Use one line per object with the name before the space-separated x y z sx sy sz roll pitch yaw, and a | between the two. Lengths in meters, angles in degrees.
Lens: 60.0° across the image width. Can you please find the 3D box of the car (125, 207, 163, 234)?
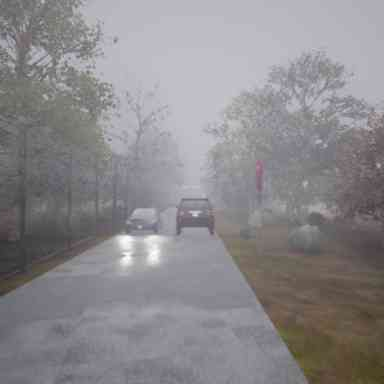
car | -2.809 1.643 20.282 1.812 1.442 4.674 0 -1 0

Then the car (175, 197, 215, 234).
car | 0.171 1.334 20.231 2.150 2.045 5.566 0 -1 0

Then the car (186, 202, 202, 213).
car | 0.255 1.985 42.772 1.895 1.301 4.718 0 -1 1
